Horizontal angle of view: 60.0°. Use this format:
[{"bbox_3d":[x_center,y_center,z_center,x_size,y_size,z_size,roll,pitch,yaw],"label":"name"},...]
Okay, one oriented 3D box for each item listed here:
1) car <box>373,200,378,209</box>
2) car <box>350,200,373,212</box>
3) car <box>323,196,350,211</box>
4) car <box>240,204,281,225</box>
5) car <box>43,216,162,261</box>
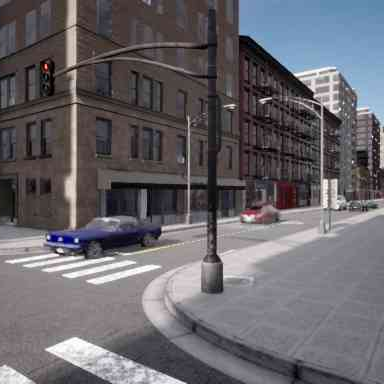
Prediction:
[{"bbox_3d":[27.789,1.904,52.034,1.994,1.385,4.181,0,0,35],"label":"car"},{"bbox_3d":[22.035,1.781,43.957,2.128,1.511,4.902,0,0,36],"label":"car"},{"bbox_3d":[19.381,1.510,45.155,2.150,2.045,5.566,0,-1,36],"label":"car"},{"bbox_3d":[5.364,1.680,25.616,1.812,1.442,4.674,0,0,35],"label":"car"},{"bbox_3d":[-3.253,1.663,12.979,1.895,1.301,4.718,0,0,31],"label":"car"}]
